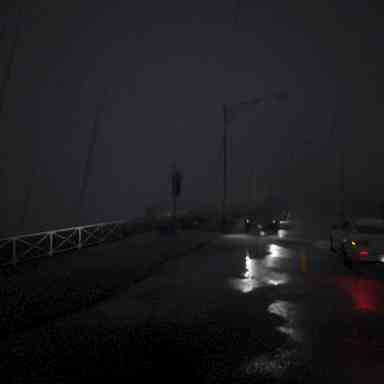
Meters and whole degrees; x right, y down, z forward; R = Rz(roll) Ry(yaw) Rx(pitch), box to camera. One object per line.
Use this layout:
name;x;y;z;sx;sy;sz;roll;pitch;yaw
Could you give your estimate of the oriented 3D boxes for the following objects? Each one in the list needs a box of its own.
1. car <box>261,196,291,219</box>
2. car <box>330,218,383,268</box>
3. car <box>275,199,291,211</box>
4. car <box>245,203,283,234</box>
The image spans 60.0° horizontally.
car;7.854;1.383;31.324;2.150;2.045;5.566;0;0;18
car;5.859;1.595;11.193;1.812;1.442;4.674;0;0;16
car;12.596;1.758;45.999;1.882;1.535;5.008;0;0;18
car;4.407;1.629;20.408;1.812;1.442;4.674;0;0;17
